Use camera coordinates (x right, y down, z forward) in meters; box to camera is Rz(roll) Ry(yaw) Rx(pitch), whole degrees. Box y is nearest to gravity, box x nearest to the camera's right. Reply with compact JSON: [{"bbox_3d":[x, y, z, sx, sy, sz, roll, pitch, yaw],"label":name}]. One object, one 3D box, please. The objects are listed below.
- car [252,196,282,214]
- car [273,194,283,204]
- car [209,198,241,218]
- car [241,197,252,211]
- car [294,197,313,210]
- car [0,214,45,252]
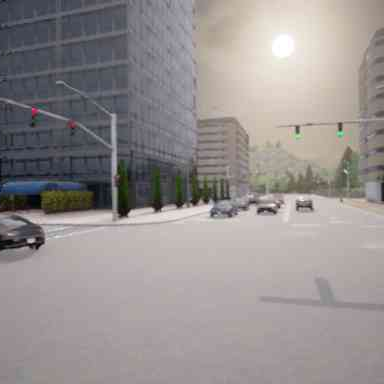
[{"bbox_3d":[7.644,1.424,33.573,2.033,1.411,5.357,-1,0,17],"label":"car"},{"bbox_3d":[10.350,1.360,42.577,1.812,1.442,4.674,-1,0,17],"label":"car"},{"bbox_3d":[2.955,1.466,30.149,1.812,1.442,4.674,-1,0,17],"label":"car"},{"bbox_3d":[5.567,1.425,38.870,1.812,1.442,4.674,-1,0,17],"label":"car"},{"bbox_3d":[13.119,1.293,39.054,2.128,1.511,4.902,-1,0,17],"label":"car"},{"bbox_3d":[-7.830,1.618,13.227,4.674,1.442,1.812,-1,-1,30],"label":"car"}]
